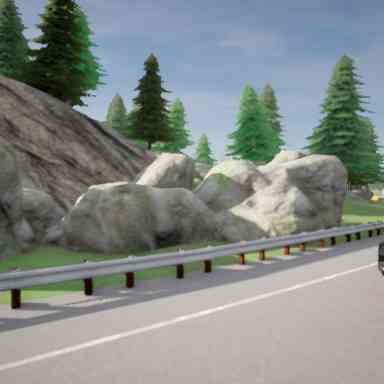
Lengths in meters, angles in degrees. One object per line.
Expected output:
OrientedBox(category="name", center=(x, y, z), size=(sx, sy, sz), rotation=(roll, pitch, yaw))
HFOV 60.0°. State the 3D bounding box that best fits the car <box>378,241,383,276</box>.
OrientedBox(category="car", center=(6.811, 1.511, 9.029), size=(4.892, 1.490, 1.837), rotation=(0, 0, -38))
